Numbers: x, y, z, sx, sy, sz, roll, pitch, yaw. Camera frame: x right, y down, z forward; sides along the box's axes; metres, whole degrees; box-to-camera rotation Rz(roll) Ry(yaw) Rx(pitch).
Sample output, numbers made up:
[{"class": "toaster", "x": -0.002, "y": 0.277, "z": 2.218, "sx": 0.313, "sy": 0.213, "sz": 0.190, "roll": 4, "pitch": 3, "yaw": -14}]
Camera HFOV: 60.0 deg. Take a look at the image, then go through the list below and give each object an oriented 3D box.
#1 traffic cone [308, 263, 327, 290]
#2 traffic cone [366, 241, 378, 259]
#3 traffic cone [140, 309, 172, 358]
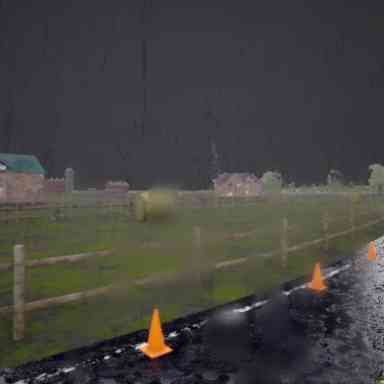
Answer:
[{"class": "traffic cone", "x": 3.015, "y": 1.993, "z": 7.974, "sx": 0.340, "sy": 0.580, "sz": 0.340, "roll": 0, "pitch": -1, "yaw": -45}, {"class": "traffic cone", "x": 6.212, "y": 1.997, "z": 11.489, "sx": 0.340, "sy": 0.580, "sz": 0.340, "roll": -1, "pitch": -1, "yaw": 39}, {"class": "traffic cone", "x": -0.515, "y": 1.988, "z": 4.794, "sx": 0.340, "sy": 0.580, "sz": 0.340, "roll": 0, "pitch": 0, "yaw": -39}]
